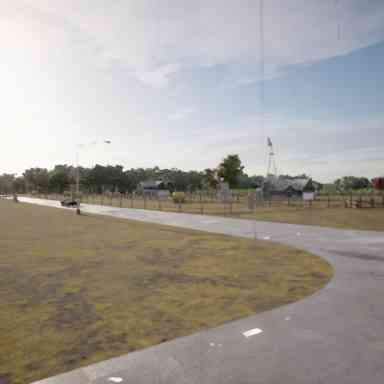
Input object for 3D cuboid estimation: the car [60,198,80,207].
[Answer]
[{"bbox_3d":[-18.372,1.569,50.138,1.895,1.301,4.718,-1,1,-35],"label":"car"}]
